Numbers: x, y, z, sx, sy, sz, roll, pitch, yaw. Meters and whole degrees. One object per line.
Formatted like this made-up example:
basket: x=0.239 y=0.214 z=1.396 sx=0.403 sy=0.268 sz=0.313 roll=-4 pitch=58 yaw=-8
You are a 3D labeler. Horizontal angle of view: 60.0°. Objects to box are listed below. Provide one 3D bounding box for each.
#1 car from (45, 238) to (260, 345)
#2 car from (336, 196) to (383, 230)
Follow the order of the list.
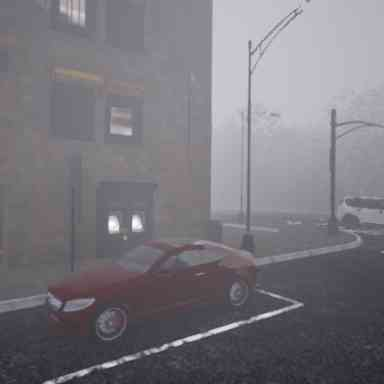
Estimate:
car: x=-0.507 y=1.581 z=6.339 sx=4.206 sy=1.307 sz=1.802 roll=0 pitch=1 yaw=-35
car: x=10.893 y=1.305 z=18.541 sx=2.150 sy=2.045 sz=5.566 roll=1 pitch=1 yaw=-34
